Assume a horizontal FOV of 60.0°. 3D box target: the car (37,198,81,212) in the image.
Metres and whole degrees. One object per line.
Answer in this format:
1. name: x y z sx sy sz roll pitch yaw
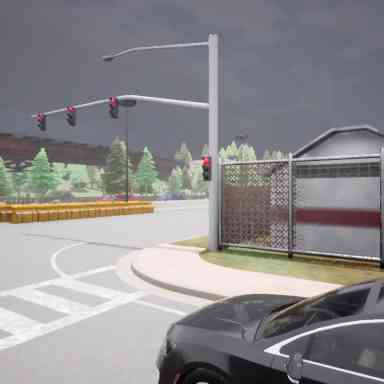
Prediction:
1. car: -15.841 1.526 39.857 1.812 1.442 4.674 0 0 34

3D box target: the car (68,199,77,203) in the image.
1. car: -14.903 1.601 34.978 1.895 1.301 4.718 0 0 34

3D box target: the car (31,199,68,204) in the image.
1. car: -13.879 1.564 30.200 1.994 1.385 4.181 0 0 33

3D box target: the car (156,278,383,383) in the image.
1. car: 1.873 1.505 2.671 4.892 1.490 1.837 0 0 36

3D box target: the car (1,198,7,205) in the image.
1. car: -20.676 1.352 32.635 2.097 1.767 4.553 0 0 34

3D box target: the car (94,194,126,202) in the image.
1. car: -8.743 1.221 37.910 2.150 2.045 5.566 0 0 34
